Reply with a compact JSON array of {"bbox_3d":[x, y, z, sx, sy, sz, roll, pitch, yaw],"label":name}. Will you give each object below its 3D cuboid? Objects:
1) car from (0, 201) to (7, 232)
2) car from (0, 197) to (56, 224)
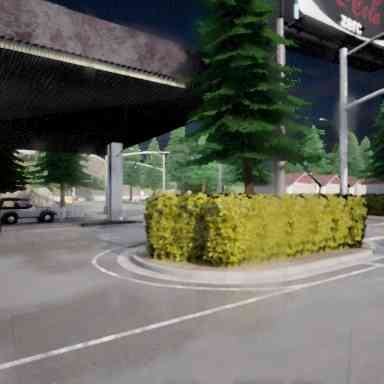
[{"bbox_3d":[-12.029,1.480,16.450,4.611,1.667,2.242,0,0,-36],"label":"car"},{"bbox_3d":[-11.826,1.313,23.580,3.866,1.878,1.905,0,0,-36],"label":"car"}]
